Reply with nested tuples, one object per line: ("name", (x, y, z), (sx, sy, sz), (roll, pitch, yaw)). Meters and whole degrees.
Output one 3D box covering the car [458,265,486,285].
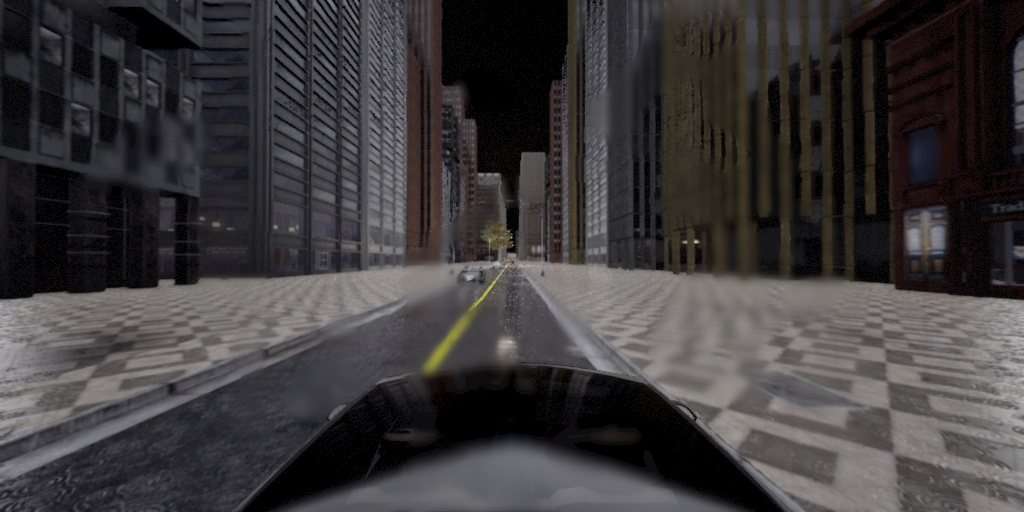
("car", (-3.085, 1.434, 28.366), (2.128, 1.511, 4.902), (0, 0, 0))
